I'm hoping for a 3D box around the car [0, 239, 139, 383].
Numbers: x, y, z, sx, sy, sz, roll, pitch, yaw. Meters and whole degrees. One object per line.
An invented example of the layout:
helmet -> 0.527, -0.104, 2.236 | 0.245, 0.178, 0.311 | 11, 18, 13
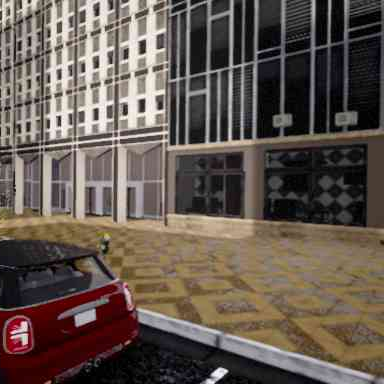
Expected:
car -> -2.766, 1.415, 4.838 | 4.097, 1.590, 1.967 | 0, 1, 36
